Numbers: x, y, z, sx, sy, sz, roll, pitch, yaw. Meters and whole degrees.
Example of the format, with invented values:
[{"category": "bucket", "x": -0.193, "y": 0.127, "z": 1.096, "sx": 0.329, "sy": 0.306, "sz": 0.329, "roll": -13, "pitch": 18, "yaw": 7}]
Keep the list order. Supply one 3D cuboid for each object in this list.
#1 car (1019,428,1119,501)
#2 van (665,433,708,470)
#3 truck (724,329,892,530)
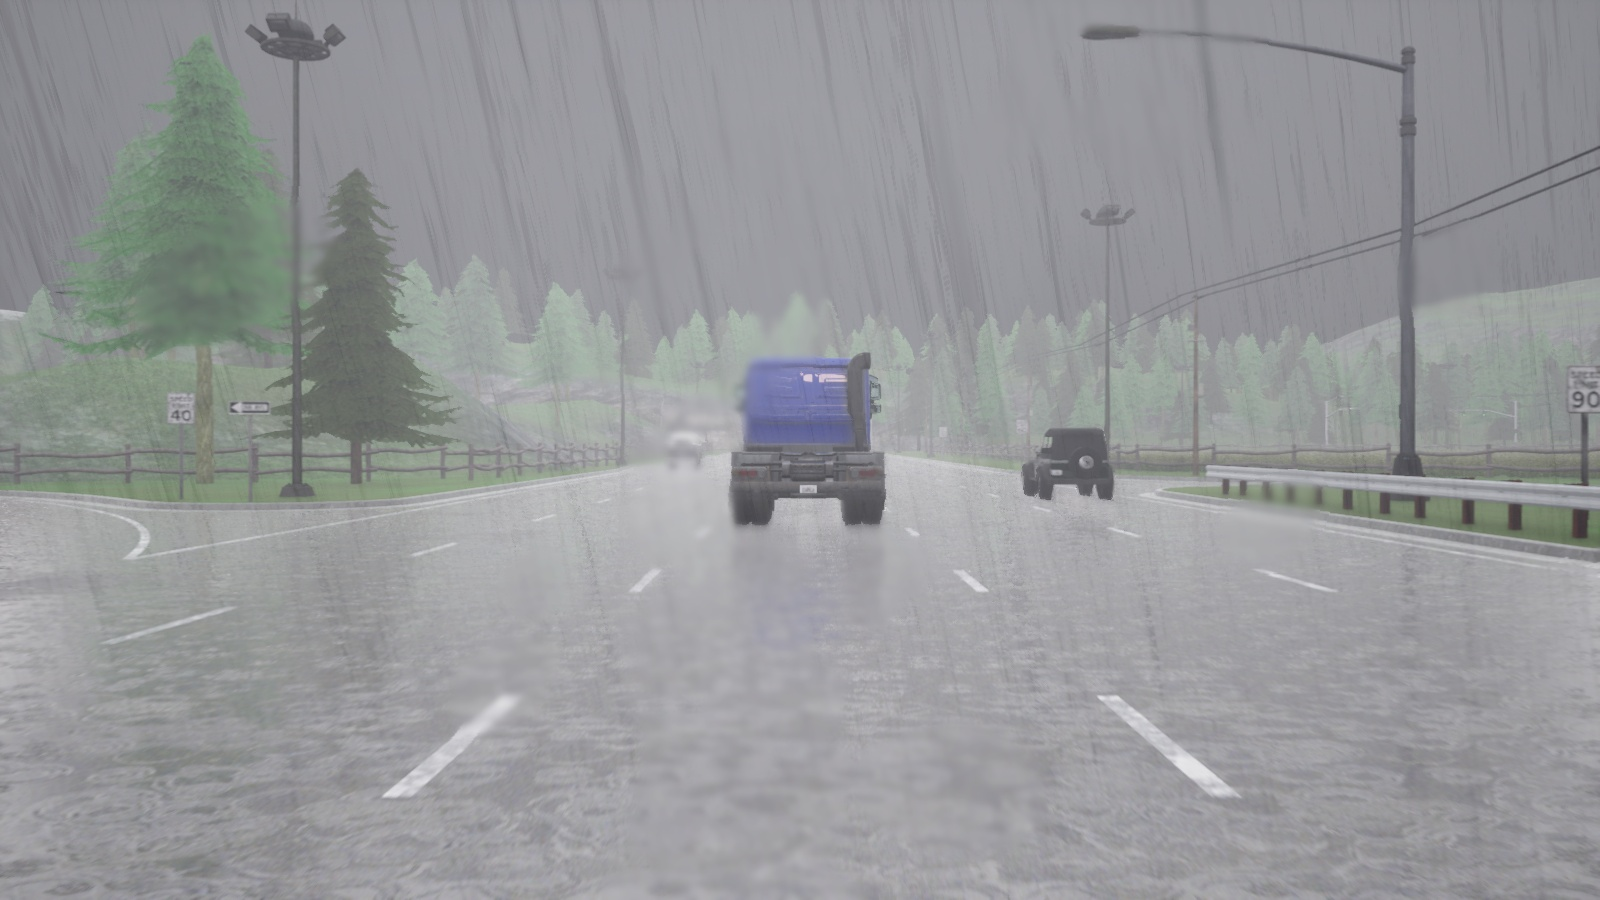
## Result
[{"category": "car", "x": 7.208, "y": 0.357, "z": 34.020, "sx": 1.905, "sy": 1.878, "sz": 3.866, "roll": 0, "pitch": 1, "yaw": 0}, {"category": "van", "x": -6.572, "y": 0.056, "z": 73.092, "sx": 2.069, "sy": 2.038, "sz": 4.480, "roll": 0, "pitch": 1, "yaw": 0}, {"category": "truck", "x": 0.161, "y": -0.379, "z": 25.576, "sx": 2.891, "sy": 3.462, "sz": 7.936, "roll": 0, "pitch": 0, "yaw": 0}]
